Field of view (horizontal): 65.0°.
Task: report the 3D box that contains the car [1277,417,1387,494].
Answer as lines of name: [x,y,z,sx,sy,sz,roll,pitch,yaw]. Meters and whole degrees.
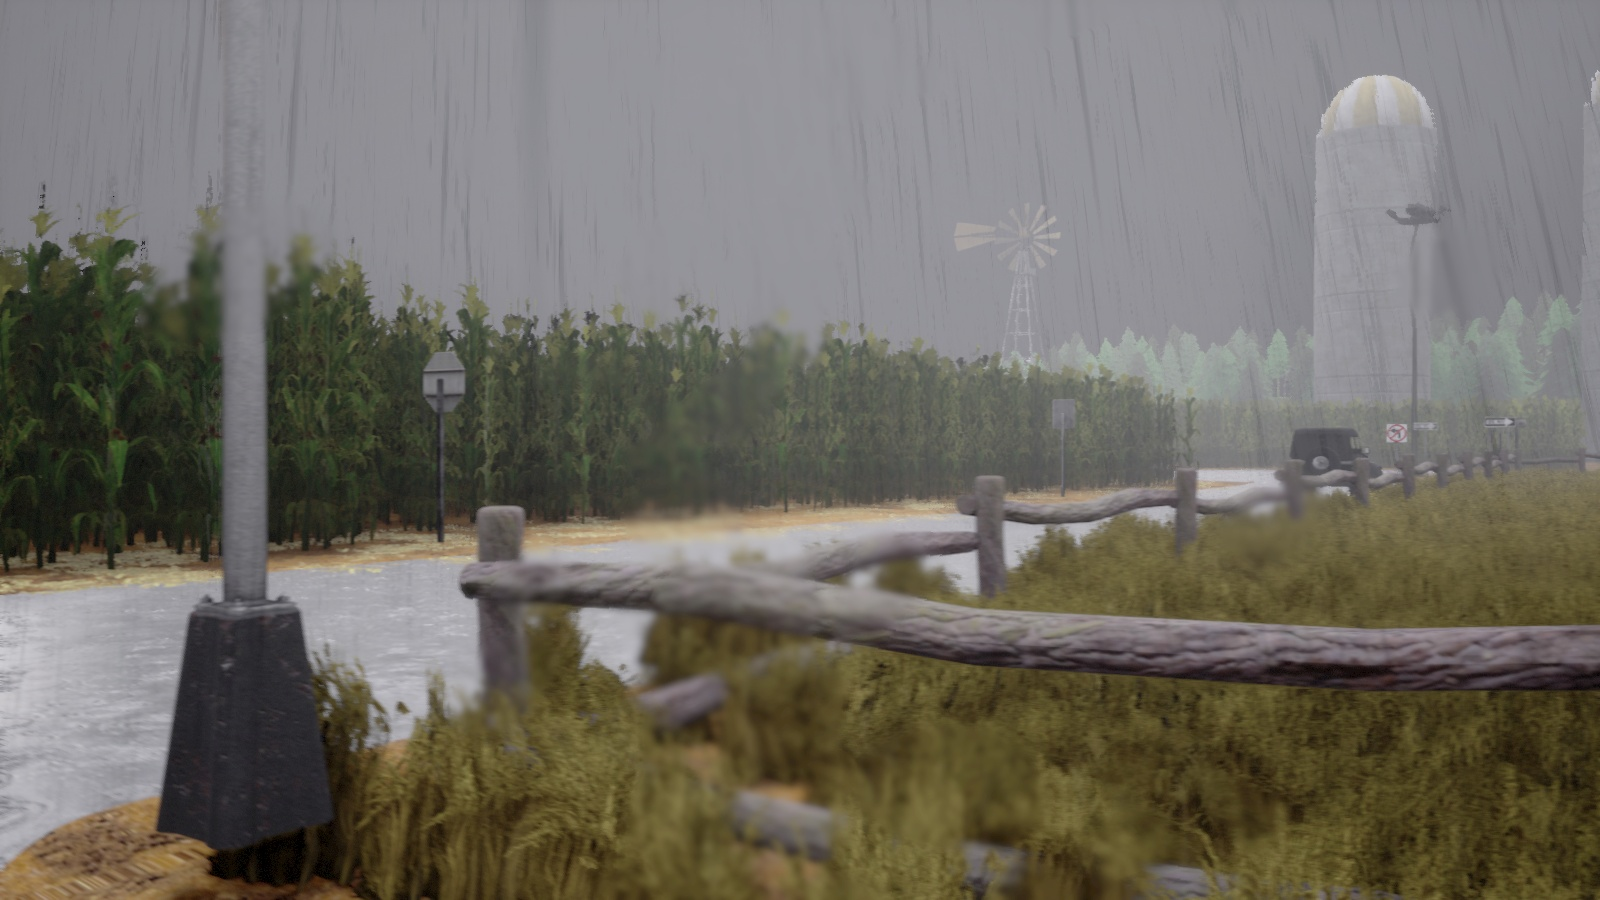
car: [13.782,0.118,32.418,1.905,1.878,3.866,-1,0,34]
